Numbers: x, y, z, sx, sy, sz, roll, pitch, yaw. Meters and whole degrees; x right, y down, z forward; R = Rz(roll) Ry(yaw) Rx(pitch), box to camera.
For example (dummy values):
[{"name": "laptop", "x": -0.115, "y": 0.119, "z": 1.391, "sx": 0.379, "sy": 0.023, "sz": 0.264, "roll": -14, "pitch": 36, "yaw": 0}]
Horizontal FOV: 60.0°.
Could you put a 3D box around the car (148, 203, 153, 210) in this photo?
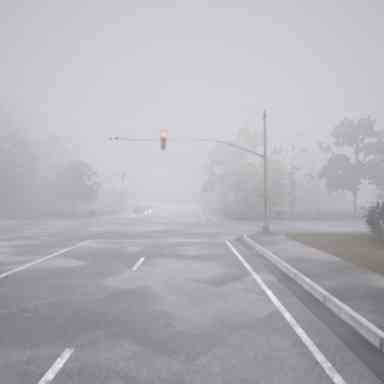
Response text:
[{"name": "car", "x": -10.490, "y": 3.555, "z": 80.883, "sx": 2.128, "sy": 1.511, "sz": 4.902, "roll": 0, "pitch": 0, "yaw": 0}]

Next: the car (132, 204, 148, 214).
[{"name": "car", "x": -10.497, "y": 3.394, "z": 65.436, "sx": 2.097, "sy": 1.767, "sz": 4.553, "roll": 0, "pitch": -1, "yaw": 0}]
